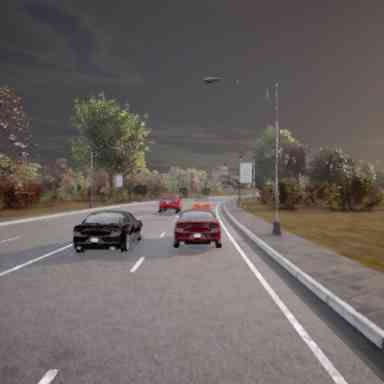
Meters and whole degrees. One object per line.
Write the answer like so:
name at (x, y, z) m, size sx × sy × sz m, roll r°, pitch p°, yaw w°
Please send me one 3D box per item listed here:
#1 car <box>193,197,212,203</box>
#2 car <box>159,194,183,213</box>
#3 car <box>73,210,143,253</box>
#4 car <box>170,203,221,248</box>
car at (1.155, 1.371, 36.827) m, size 2.097 × 1.767 × 4.553 m, roll 0°, pitch 0°, yaw 4°
car at (-2.341, 1.239, 37.386) m, size 2.150 × 2.045 × 5.566 m, roll 0°, pitch 0°, yaw 4°
car at (-3.266, 1.482, 13.791) m, size 1.882 × 1.535 × 5.008 m, roll 0°, pitch 0°, yaw 1°
car at (0.257, 1.485, 14.963) m, size 1.882 × 1.535 × 5.008 m, roll 0°, pitch 0°, yaw 1°
